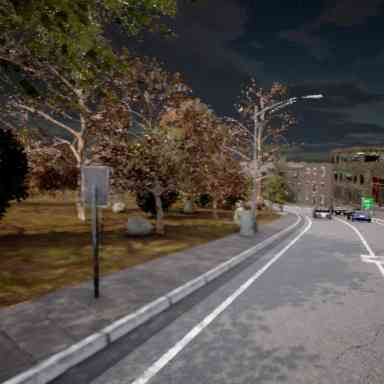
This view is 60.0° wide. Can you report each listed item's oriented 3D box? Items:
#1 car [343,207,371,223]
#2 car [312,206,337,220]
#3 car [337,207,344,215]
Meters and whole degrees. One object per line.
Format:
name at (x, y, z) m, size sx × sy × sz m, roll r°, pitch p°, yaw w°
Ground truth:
car at (18.621, 2.597, 37.228) m, size 1.994 × 1.385 × 4.181 m, roll 1°, pitch -1°, yaw 16°
car at (15.685, 2.475, 40.203) m, size 2.128 × 1.511 × 4.902 m, roll 2°, pitch -1°, yaw 16°
car at (21.761, 2.858, 49.393) m, size 1.895 × 1.301 × 4.718 m, roll 1°, pitch -1°, yaw 11°
